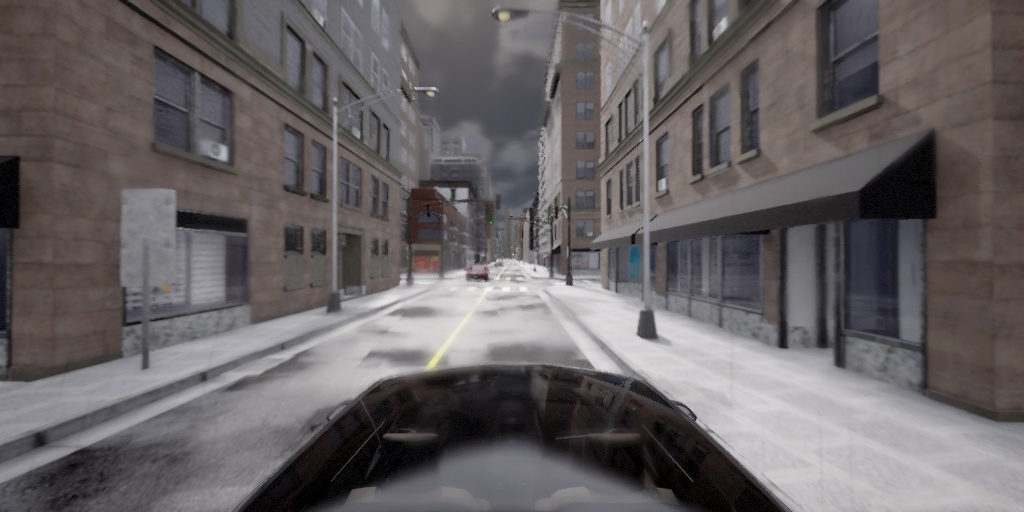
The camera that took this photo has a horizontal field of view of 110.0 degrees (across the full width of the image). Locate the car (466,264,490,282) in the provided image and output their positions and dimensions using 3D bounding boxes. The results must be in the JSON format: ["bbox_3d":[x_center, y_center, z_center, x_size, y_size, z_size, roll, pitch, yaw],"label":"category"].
[{"bbox_3d":[-3.002,1.485,32.327,1.882,1.535,5.008,0,0,0],"label":"car"}]
